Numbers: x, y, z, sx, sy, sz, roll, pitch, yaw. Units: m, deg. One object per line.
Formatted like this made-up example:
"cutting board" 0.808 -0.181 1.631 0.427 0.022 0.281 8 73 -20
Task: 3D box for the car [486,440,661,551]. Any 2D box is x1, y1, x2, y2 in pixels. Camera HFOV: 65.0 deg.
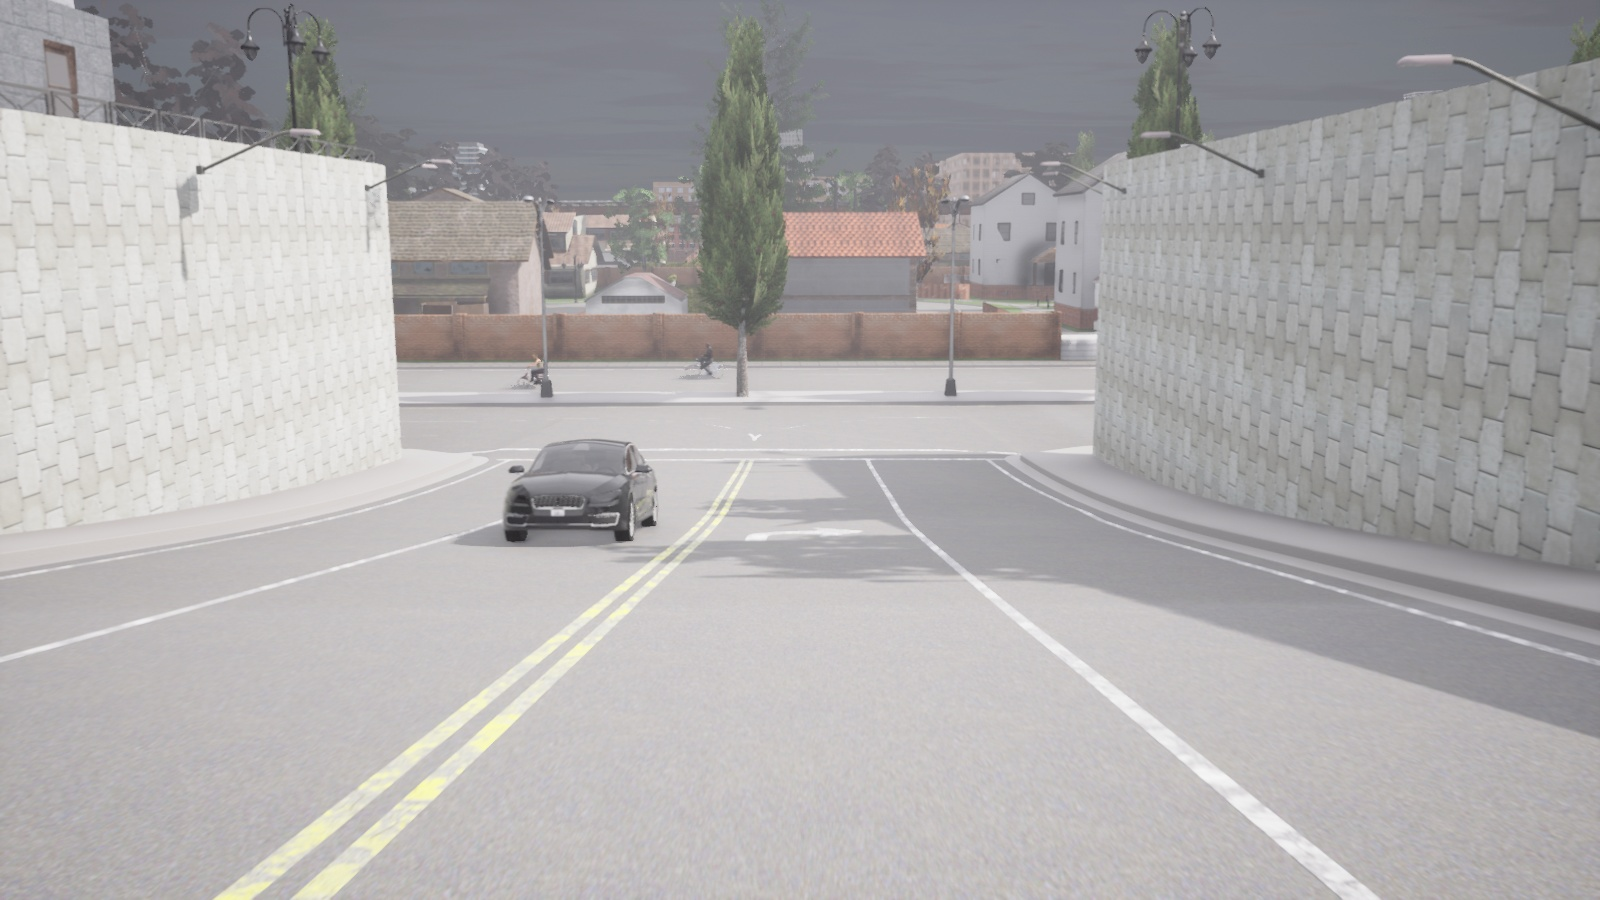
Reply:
"car" -3.374 0.603 19.688 1.837 1.490 4.892 0 1 0

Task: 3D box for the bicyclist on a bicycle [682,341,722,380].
"bicyclist on a bicycle" -4.633 -4.251 59.731 1.843 1.776 0.659 0 10 -1
